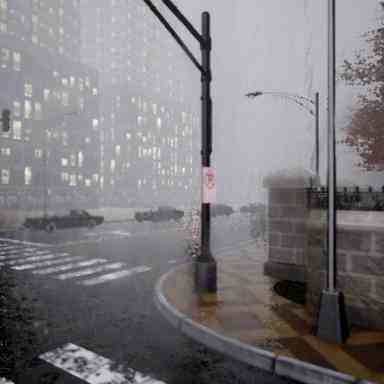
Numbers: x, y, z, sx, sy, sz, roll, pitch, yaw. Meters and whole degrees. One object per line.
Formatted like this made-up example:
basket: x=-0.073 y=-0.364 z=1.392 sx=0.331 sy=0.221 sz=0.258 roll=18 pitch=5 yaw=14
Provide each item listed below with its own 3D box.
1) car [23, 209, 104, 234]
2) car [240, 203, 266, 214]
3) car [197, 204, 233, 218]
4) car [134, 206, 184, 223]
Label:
car: x=-7.974 y=1.786 z=20.954 sx=1.895 sy=1.301 sz=4.718 roll=0 pitch=-1 yaw=34
car: x=8.206 y=2.180 z=44.776 sx=1.895 sy=1.301 sz=4.718 roll=0 pitch=-1 yaw=34
car: x=2.639 y=1.992 z=36.628 sx=2.033 sy=1.411 sz=5.357 roll=0 pitch=-1 yaw=34
car: x=-2.784 y=1.913 z=28.617 sx=1.895 sy=1.301 sz=4.718 roll=0 pitch=-1 yaw=34
